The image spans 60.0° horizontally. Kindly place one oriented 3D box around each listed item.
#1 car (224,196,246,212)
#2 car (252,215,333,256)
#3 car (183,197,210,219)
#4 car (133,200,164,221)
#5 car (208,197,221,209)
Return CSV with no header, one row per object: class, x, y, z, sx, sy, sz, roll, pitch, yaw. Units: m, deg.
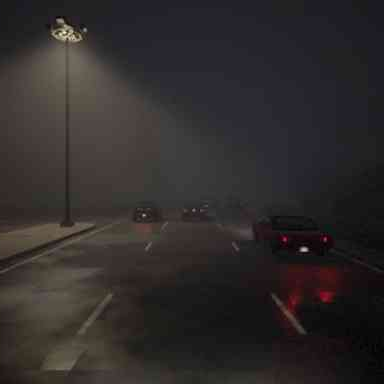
car,4.833,1.186,37.026,2.097,1.767,4.553,0,0,12
car,3.598,1.543,12.888,1.895,1.301,4.718,0,0,0
car,0.217,1.425,27.263,2.033,1.411,5.357,0,0,2
car,-3.332,1.388,25.915,1.837,1.490,4.892,0,0,1
car,2.363,1.306,41.310,2.128,1.511,4.902,0,0,15
